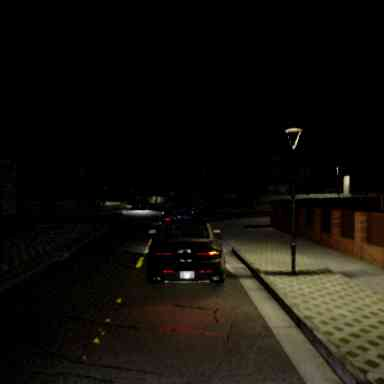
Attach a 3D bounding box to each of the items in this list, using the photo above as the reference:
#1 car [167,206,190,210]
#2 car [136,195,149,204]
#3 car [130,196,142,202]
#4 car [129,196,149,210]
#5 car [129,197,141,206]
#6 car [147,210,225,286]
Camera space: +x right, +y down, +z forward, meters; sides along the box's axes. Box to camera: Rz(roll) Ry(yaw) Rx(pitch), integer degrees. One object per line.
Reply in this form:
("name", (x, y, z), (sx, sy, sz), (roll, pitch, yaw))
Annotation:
("car", (-0.847, 1.549, 20.438), (2.033, 1.411, 5.357), (0, 0, -4))
("car", (-10.666, 1.632, 72.108), (2.097, 1.767, 4.553), (0, -1, -17))
("car", (-13.726, 1.768, 81.754), (2.128, 1.511, 4.902), (0, -1, -20))
("car", (-7.089, 1.596, 44.663), (2.128, 1.511, 4.902), (0, 0, -10))
("car", (-10.504, 1.721, 60.805), (1.812, 1.442, 4.674), (0, 0, -13))
("car", (-0.199, 1.499, 9.436), (1.837, 1.490, 4.892), (0, 0, -2))
